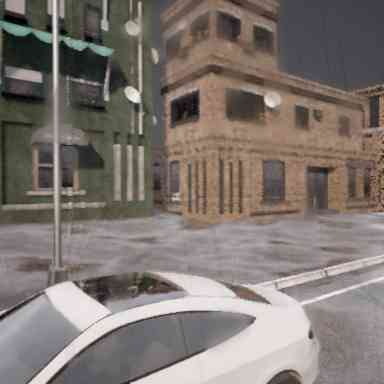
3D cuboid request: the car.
[{"bbox_3d":[-0.810,1.525,2.800,4.674,1.442,1.812,0,0,-35],"label":"car"}]
